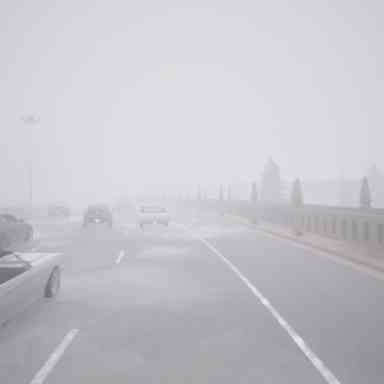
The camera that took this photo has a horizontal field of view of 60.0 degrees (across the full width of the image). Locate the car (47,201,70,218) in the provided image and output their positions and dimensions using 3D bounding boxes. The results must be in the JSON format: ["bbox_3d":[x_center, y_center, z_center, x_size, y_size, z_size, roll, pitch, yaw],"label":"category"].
[{"bbox_3d":[-12.599,1.601,31.568,1.812,1.442,4.674,0,0,-19],"label":"car"}]

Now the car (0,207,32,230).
[{"bbox_3d":[-8.154,1.567,13.724,1.812,1.442,4.674,0,0,-8],"label":"car"}]

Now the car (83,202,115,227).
[{"bbox_3d":[-6.479,1.538,23.211,1.837,1.490,4.892,0,0,-13],"label":"car"}]

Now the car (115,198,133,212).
[{"bbox_3d":[-8.346,1.545,39.930,1.837,1.490,4.892,0,0,-22],"label":"car"}]

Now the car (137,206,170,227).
[{"bbox_3d":[-2.813,1.612,23.005,1.895,1.301,4.718,0,0,-13],"label":"car"}]

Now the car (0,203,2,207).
[{"bbox_3d":[-23.506,1.712,39.190,2.033,1.411,5.357,0,0,-26],"label":"car"}]

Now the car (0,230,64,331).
[{"bbox_3d":[-3.738,1.617,5.560,1.895,1.301,4.718,0,0,-4],"label":"car"}]
